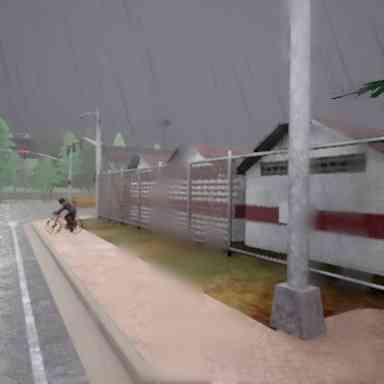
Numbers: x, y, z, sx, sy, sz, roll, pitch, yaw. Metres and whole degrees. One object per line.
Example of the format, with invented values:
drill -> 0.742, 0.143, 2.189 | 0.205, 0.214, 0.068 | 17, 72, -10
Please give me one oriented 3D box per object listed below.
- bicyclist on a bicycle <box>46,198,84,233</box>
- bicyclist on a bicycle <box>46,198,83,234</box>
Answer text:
bicyclist on a bicycle -> -6.296, 1.120, 16.550 | 1.656, 1.620, 0.582 | 0, 1, -35
bicyclist on a bicycle -> -5.863, 1.133, 15.299 | 1.656, 1.620, 0.582 | 0, 1, -11
